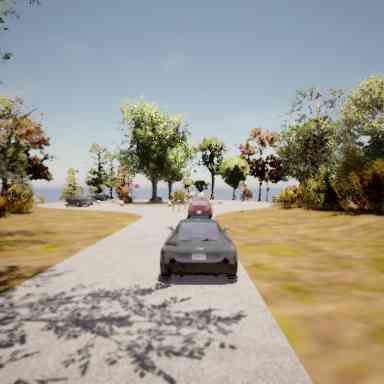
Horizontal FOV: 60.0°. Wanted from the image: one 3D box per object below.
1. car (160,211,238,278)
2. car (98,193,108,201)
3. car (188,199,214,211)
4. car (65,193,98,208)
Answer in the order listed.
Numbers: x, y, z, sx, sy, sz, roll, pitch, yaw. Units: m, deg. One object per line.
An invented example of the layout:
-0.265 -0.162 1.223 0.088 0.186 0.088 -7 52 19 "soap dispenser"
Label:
0.195 1.474 9.848 1.994 1.385 4.181 0 1 1 "car"
-17.105 0.951 59.086 2.128 1.511 4.902 0 0 32 "car"
0.713 1.284 26.337 1.812 1.442 4.674 0 0 5 "car"
-14.223 1.124 41.776 4.892 1.490 1.837 0 1 44 "car"
